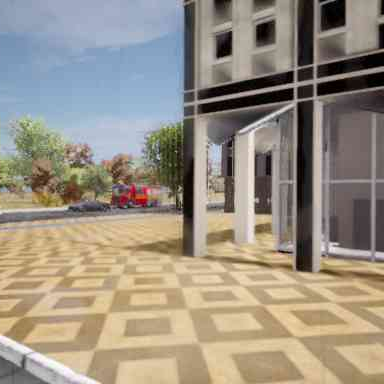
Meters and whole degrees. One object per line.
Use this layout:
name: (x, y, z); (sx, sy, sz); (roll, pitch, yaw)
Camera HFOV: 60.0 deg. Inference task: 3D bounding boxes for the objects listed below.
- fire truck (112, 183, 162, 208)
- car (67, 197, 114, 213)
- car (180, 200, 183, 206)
fire truck: (-8.632, 0.541, 52.813); (2.891, 3.827, 8.468); (0, 0, 38)
car: (-12.971, 1.791, 42.196); (2.033, 1.411, 5.357); (0, 0, 38)
car: (-0.120, 1.709, 58.373); (2.128, 1.511, 4.902); (0, 0, 38)
